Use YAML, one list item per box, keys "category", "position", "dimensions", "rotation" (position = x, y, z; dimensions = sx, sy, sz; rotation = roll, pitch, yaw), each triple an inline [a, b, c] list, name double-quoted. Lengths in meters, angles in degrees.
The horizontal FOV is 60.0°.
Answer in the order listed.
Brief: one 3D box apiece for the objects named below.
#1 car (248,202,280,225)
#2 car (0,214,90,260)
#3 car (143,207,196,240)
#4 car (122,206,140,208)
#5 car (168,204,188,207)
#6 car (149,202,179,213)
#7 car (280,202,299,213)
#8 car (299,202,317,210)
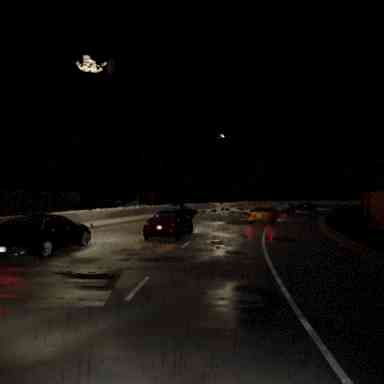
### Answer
- category: "car"
  position: [5.728, 1.749, 26.689]
  dimensions: [1.801, 1.575, 5.366]
  rotation: [0, -1, 18]
- category: "car"
  position: [-5.723, 1.619, 13.060]
  dimensions: [1.837, 1.490, 4.892]
  rotation: [0, -1, 8]
- category: "car"
  position: [-1.191, 1.748, 18.347]
  dimensions: [1.994, 1.385, 4.181]
  rotation: [0, -1, 12]
- category: "car"
  position: [-7.611, 1.942, 43.522]
  dimensions: [1.812, 1.442, 4.674]
  rotation: [0, -1, 25]
- category: "car"
  position: [-1.236, 1.862, 31.157]
  dimensions: [2.033, 1.411, 5.357]
  rotation: [0, -1, 20]
- category: "car"
  position: [-3.609, 1.998, 43.816]
  dimensions: [1.994, 1.385, 4.181]
  rotation: [0, -1, 26]
- category: "car"
  position: [12.371, 2.021, 44.144]
  dimensions: [1.812, 1.442, 4.674]
  rotation: [0, -1, 32]
- category: "car"
  position: [18.280, 2.209, 53.067]
  dimensions: [1.895, 1.301, 4.718]
  rotation: [0, -1, 38]
